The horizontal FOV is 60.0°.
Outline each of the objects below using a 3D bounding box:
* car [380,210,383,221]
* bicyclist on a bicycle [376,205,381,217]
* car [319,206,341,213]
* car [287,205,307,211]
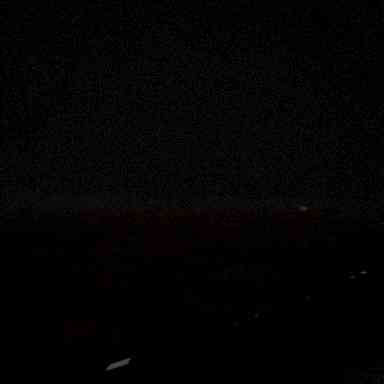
[{"bbox_3d":[20.686,2.338,33.787,1.882,1.535,5.008,2,-1,16],"label":"car"},{"bbox_3d":[27.360,2.751,48.968,0.659,1.776,1.843,2,-1,3],"label":"bicyclist on a bicycle"},{"bbox_3d":[25.900,3.296,62.585,1.895,1.301,4.718,3,-2,-10],"label":"car"},{"bbox_3d":[23.101,3.548,73.545,1.895,1.301,4.718,3,-2,-23],"label":"car"}]
